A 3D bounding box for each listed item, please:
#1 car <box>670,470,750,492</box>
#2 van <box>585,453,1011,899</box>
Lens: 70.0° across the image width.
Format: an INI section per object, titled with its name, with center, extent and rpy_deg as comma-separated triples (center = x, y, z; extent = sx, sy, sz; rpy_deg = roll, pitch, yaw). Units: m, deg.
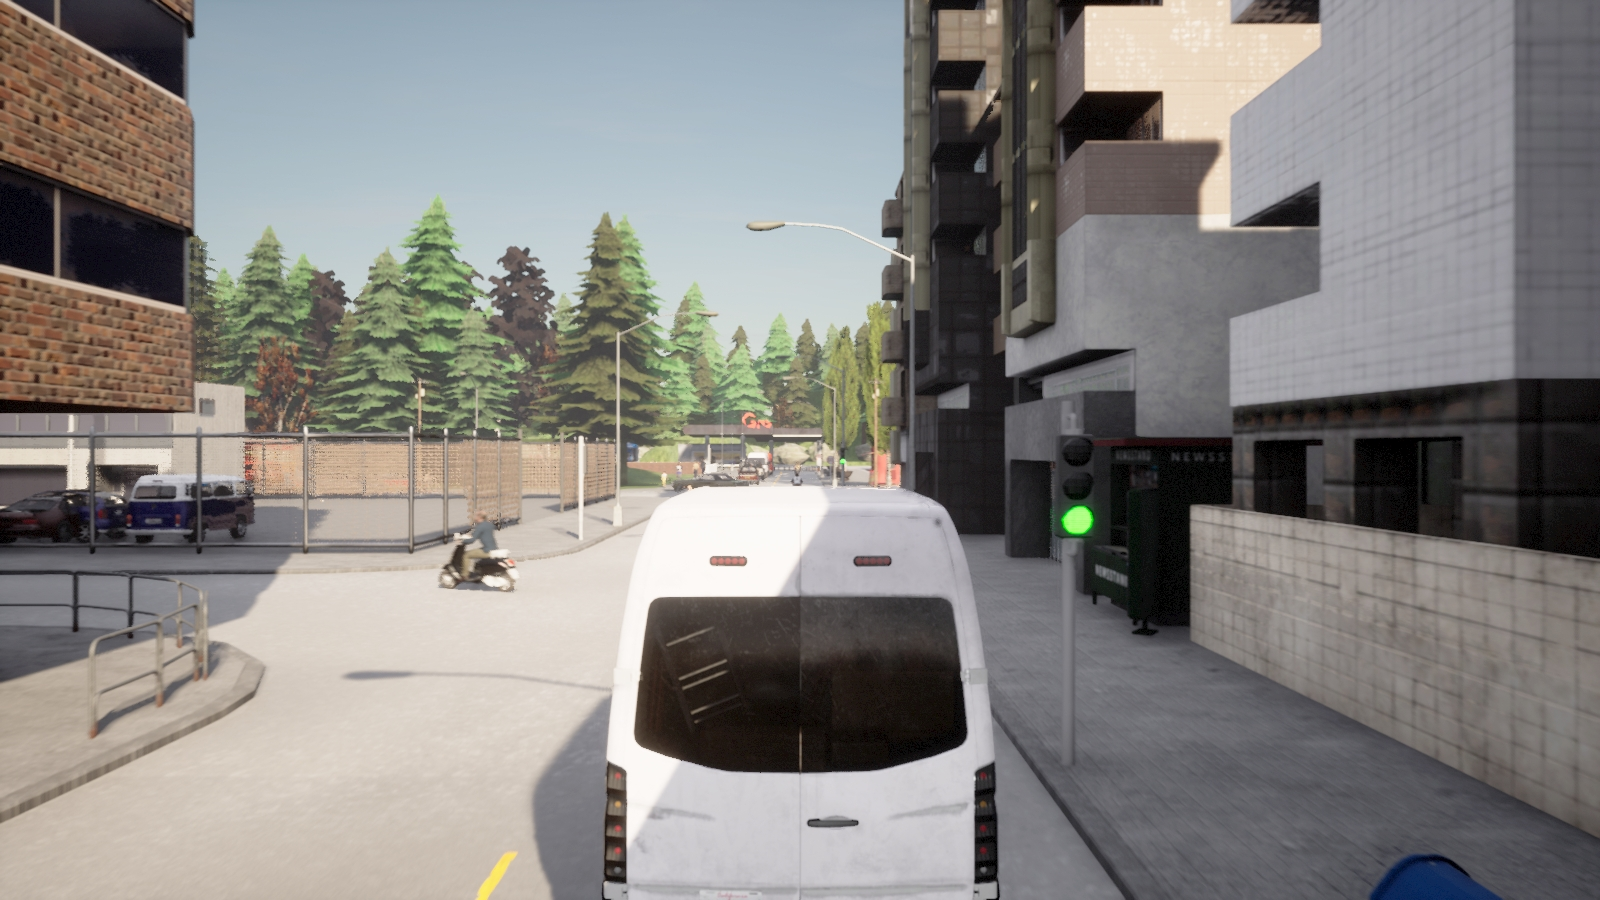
[car]
center = -5.671, 1.934, 71.984
extent = 4.718, 1.301, 1.895
rpy_deg = 0, 0, 28
[van]
center = -0.014, 1.314, 8.290
extent = 1.988, 2.561, 5.915
rpy_deg = 0, 0, 0
